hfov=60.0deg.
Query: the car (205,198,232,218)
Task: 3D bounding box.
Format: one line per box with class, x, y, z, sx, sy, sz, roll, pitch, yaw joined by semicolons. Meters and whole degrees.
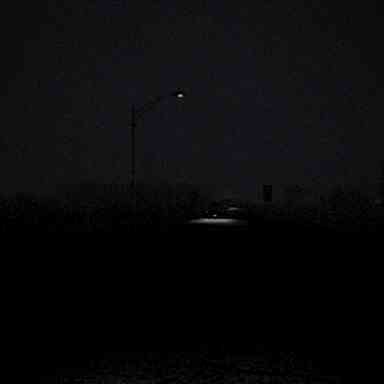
car;2.329;1.603;30.606;2.033;1.411;5.357;0;0;9
